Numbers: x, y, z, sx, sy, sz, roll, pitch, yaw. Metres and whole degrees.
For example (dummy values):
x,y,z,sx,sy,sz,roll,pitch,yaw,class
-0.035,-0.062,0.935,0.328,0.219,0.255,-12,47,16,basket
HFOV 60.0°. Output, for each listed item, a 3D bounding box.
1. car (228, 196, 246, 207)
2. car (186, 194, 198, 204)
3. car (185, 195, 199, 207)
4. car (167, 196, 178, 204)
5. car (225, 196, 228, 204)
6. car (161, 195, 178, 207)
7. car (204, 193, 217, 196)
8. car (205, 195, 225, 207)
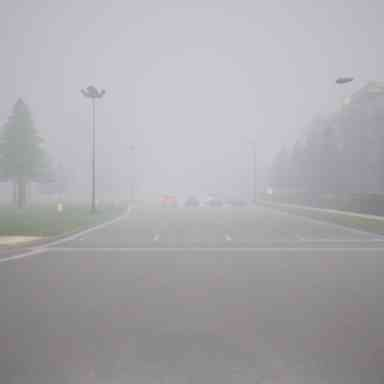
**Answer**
x,y,z,sx,sy,sz,roll,pitch,yaw,class
7.017,1.545,50.749,1.895,1.301,4.718,0,0,0,car
0.021,1.285,60.692,2.097,1.767,4.553,0,0,0,car
0.017,1.508,50.688,1.994,1.385,4.181,0,0,0,car
-3.479,1.458,60.723,1.812,1.442,4.674,0,0,0,car
7.021,1.480,60.720,2.033,1.411,5.357,0,0,0,car
-3.483,1.296,50.692,2.097,1.767,4.553,0,0,0,car
3.521,1.153,60.750,2.150,2.045,5.566,0,0,0,car
3.517,1.508,50.720,1.994,1.385,4.181,0,0,0,car
